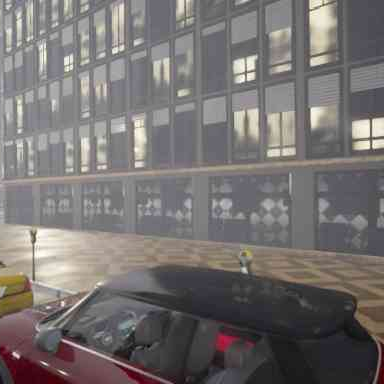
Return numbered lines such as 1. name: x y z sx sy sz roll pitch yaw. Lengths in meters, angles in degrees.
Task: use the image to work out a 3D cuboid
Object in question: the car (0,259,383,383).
1. car: -0.329 1.444 3.127 4.097 1.590 1.967 0 -1 35
